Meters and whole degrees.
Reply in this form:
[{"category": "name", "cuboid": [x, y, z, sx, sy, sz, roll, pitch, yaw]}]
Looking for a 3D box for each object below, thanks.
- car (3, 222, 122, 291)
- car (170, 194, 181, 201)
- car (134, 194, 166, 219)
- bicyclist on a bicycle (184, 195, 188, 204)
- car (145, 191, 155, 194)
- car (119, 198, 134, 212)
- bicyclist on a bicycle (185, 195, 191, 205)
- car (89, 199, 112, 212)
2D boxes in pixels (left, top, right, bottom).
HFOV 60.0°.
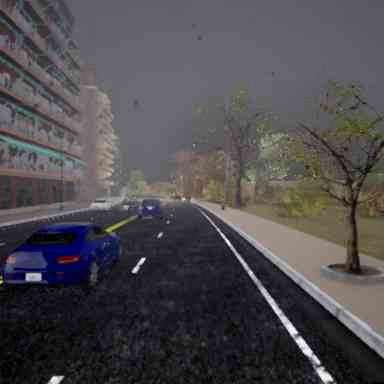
[{"category": "car", "cuboid": [-3.152, 1.526, 8.904, 1.812, 1.442, 4.674, 0, 0, 0]}, {"category": "car", "cuboid": [-3.734, 1.468, 82.638, 1.837, 1.490, 4.892, 0, 0, -6]}, {"category": "car", "cuboid": [-3.418, 1.352, 28.889, 2.097, 1.767, 4.553, 0, 0, -1]}, {"category": "bicyclist on a bicycle", "cuboid": [-1.135, 1.439, 63.714, 0.582, 1.620, 1.656, 0, 0, -4]}, {"category": "car", "cuboid": [-9.873, 0.825, 78.738, 2.150, 2.045, 5.566, 0, 0, -6]}, {"category": "car", "cuboid": [-7.165, 1.491, 38.269, 2.128, 1.511, 4.902, 0, 0, -2]}, {"category": "bicyclist on a bicycle", "cuboid": [-0.498, 1.362, 54.598, 0.659, 1.776, 1.843, 0, 0, -4]}, {"category": "car", "cuboid": [-10.422, 1.527, 38.309, 1.812, 1.442, 4.674, 0, 0, -2]}]
